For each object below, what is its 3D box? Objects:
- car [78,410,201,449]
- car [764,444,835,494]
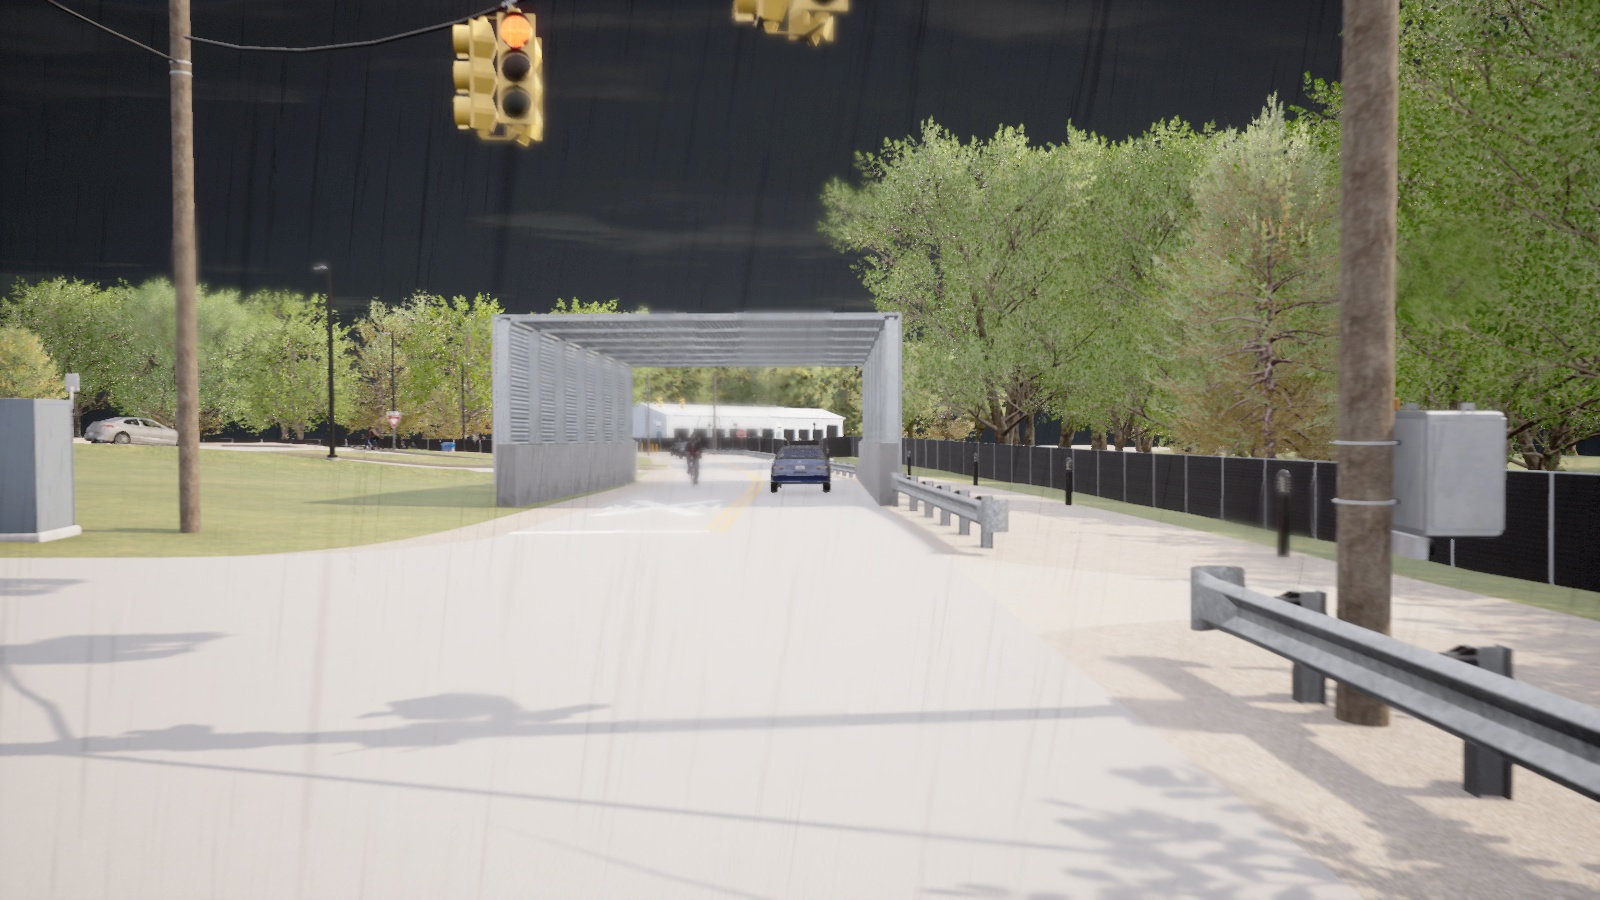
[{"bbox_3d":[-33.329,-1.005,63.480,2.152,1.651,5.027,1,-3,32],"label":"car"},{"bbox_3d":[0.024,0.531,38.523,2.033,1.411,5.357,0,0,1],"label":"car"}]
